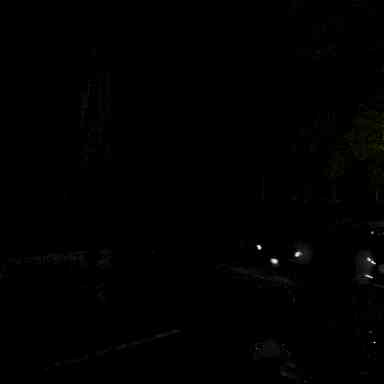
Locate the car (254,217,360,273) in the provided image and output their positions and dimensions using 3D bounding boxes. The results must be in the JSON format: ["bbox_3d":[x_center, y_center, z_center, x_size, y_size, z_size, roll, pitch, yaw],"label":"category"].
[{"bbox_3d":[4.479,1.552,10.874,5.357,1.411,2.033,0,0,-35],"label":"car"}]

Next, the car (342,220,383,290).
[{"bbox_3d":[6.006,1.496,7.970,4.902,1.511,2.128,0,0,-36],"label":"car"}]
